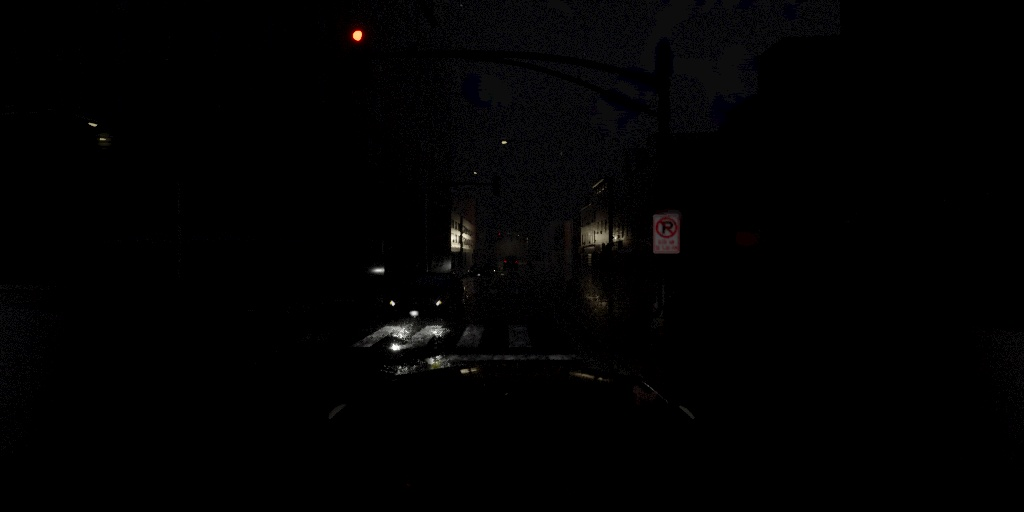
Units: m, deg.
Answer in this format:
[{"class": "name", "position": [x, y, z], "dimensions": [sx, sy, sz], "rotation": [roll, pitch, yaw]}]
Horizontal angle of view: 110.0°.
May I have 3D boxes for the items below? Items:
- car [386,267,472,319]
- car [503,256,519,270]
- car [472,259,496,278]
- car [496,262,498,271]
[{"class": "car", "position": [-2.897, 1.309, 13.259], "dimensions": [2.033, 1.411, 5.357], "rotation": [0, 0, 0]}, {"class": "car", "position": [-0.194, 0.984, 52.552], "dimensions": [2.150, 2.045, 5.566], "rotation": [0, 0, 0]}, {"class": "car", "position": [-2.972, 1.302, 34.562], "dimensions": [2.033, 1.411, 5.357], "rotation": [0, 0, 0]}, {"class": "car", "position": [-3.026, 1.260, 50.289], "dimensions": [1.837, 1.490, 4.892], "rotation": [0, 2, -1]}]
